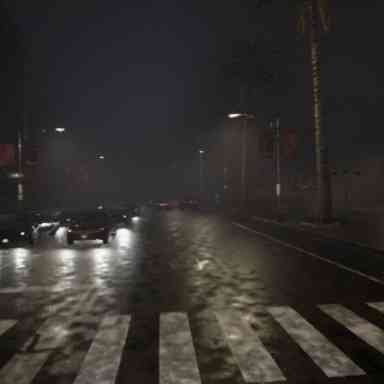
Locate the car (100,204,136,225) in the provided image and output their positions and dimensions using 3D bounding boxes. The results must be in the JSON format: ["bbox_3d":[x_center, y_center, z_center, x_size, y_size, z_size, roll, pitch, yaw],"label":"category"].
[{"bbox_3d":[-5.782,1.877,26.156,1.895,1.301,4.718,-1,0,-5],"label":"car"}]

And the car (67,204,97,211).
[{"bbox_3d":[-9.342,1.904,26.731,1.994,1.385,4.181,-1,0,-4],"label":"car"}]

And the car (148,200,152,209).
[{"bbox_3d":[-6.191,2.031,55.956,2.033,1.411,5.357,-1,0,-17],"label":"car"}]

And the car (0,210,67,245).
[{"bbox_3d":[-8.541,1.812,17.524,2.033,1.411,5.357,-1,0,-5],"label":"car"}]

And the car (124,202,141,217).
[{"bbox_3d":[-6.710,1.866,36.482,1.837,1.490,4.892,-1,0,-5],"label":"car"}]

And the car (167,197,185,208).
[{"bbox_3d":[-2.816,1.785,56.872,2.097,1.767,4.553,-1,0,-17],"label":"car"}]

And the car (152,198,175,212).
[{"bbox_3d":[-4.025,1.871,45.870,2.128,1.511,4.902,-1,0,-9],"label":"car"}]

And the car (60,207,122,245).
[{"bbox_3d":[-4.986,1.727,17.087,1.812,1.442,4.674,-1,0,-5],"label":"car"}]

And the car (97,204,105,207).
[{"bbox_3d":[-10.248,1.987,36.710,1.994,1.385,4.181,-1,0,-5],"label":"car"}]

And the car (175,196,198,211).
[{"bbox_3d":[-0.591,1.547,46.556,2.150,2.045,5.566,-1,0,-9],"label":"car"}]
